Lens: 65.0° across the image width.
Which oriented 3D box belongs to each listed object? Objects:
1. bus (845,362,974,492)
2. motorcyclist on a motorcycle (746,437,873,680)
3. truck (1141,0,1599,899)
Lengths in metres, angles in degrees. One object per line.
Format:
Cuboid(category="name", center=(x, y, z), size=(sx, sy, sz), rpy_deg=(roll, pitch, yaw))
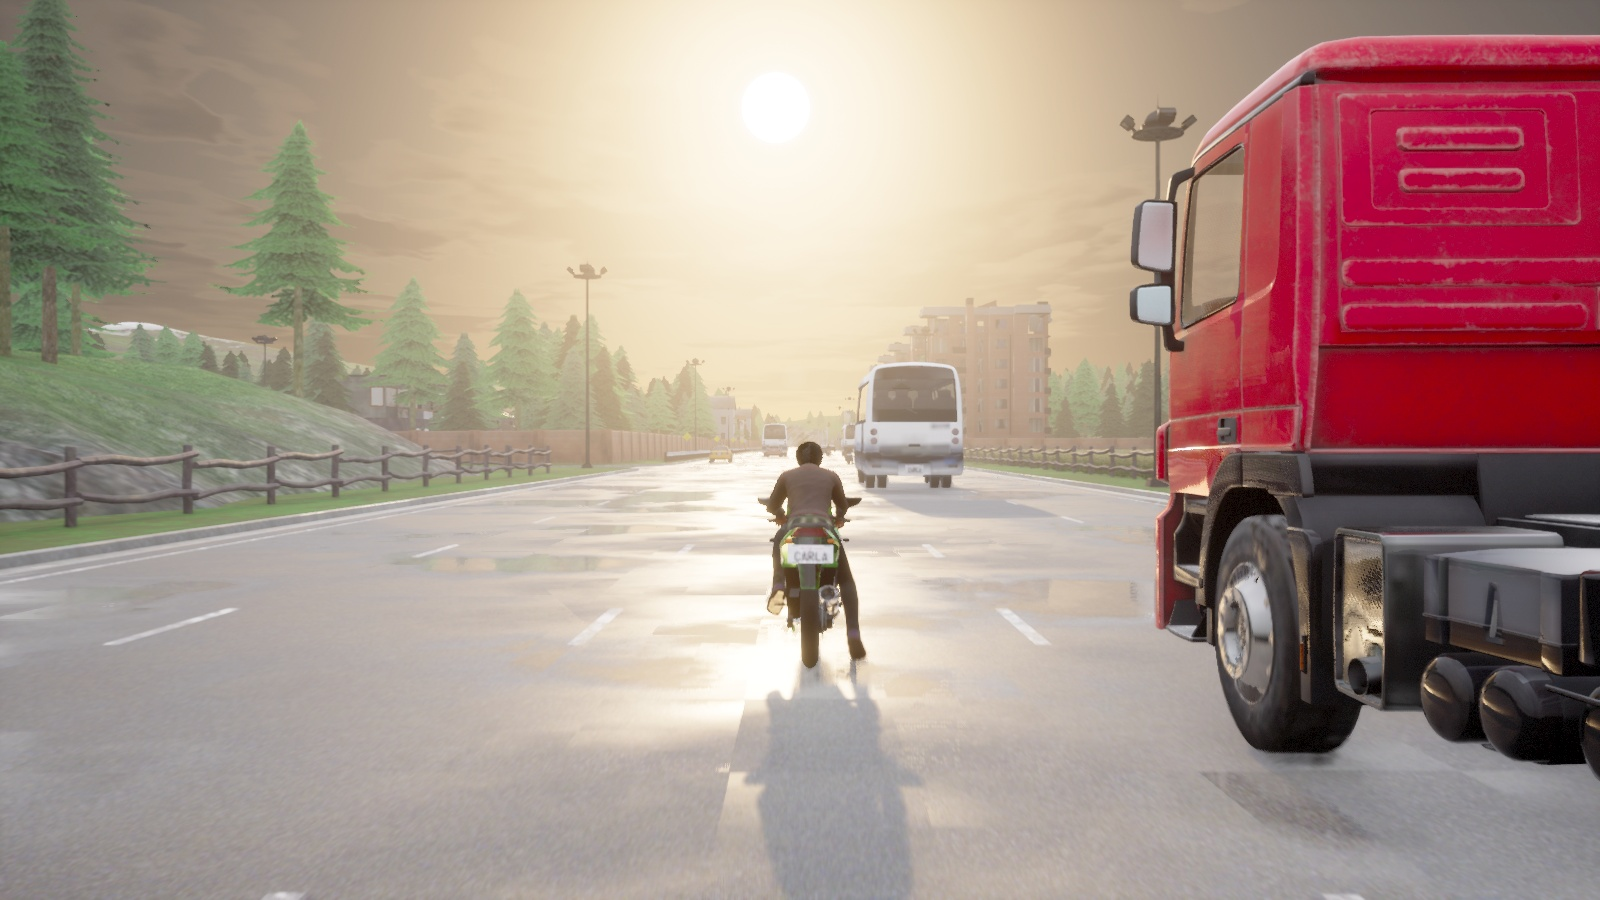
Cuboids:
Cuboid(category="bus", center=(3.782, -0.820, 46.434), size=(3.944, 4.253, 10.273), rpy_deg=(0, 1, 0))
Cuboid(category="motorcyclist on a motorcycle", center=(0.066, 0.690, 8.911), size=(0.797, 1.523, 2.044), rpy_deg=(0, 0, 0))
Cuboid(category="truck", center=(3.538, -0.248, 3.799), size=(2.891, 3.462, 7.936), rpy_deg=(0, 0, 0))
